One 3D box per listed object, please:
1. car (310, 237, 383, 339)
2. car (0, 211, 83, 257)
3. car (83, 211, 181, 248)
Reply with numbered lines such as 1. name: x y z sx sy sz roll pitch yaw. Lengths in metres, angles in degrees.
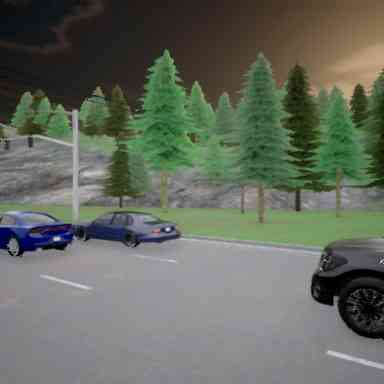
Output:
1. car: 4.737 1.224 4.910 5.566 2.045 2.150 0 0 35
2. car: -6.735 1.457 12.850 5.008 1.535 1.882 0 0 33
3. car: -3.040 1.531 14.616 5.357 1.411 2.033 0 0 34
